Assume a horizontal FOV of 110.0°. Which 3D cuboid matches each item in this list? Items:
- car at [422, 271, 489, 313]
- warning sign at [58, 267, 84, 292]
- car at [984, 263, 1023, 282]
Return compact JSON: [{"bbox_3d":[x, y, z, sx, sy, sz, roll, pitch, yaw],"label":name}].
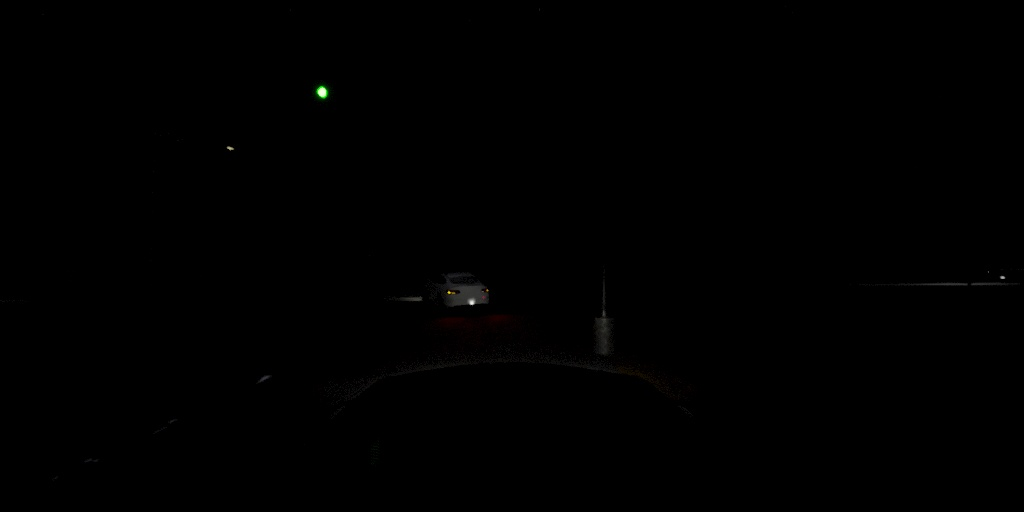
[{"bbox_3d":[-2.399,1.352,14.835,1.812,1.442,4.674,-1,2,-25],"label":"car"},{"bbox_3d":[-32.479,1.722,26.287,1.060,1.860,1.300,0,0,0],"label":"warning sign"},{"bbox_3d":[33.405,1.035,22.812,4.718,1.301,1.895,-1,-3,0],"label":"car"}]
